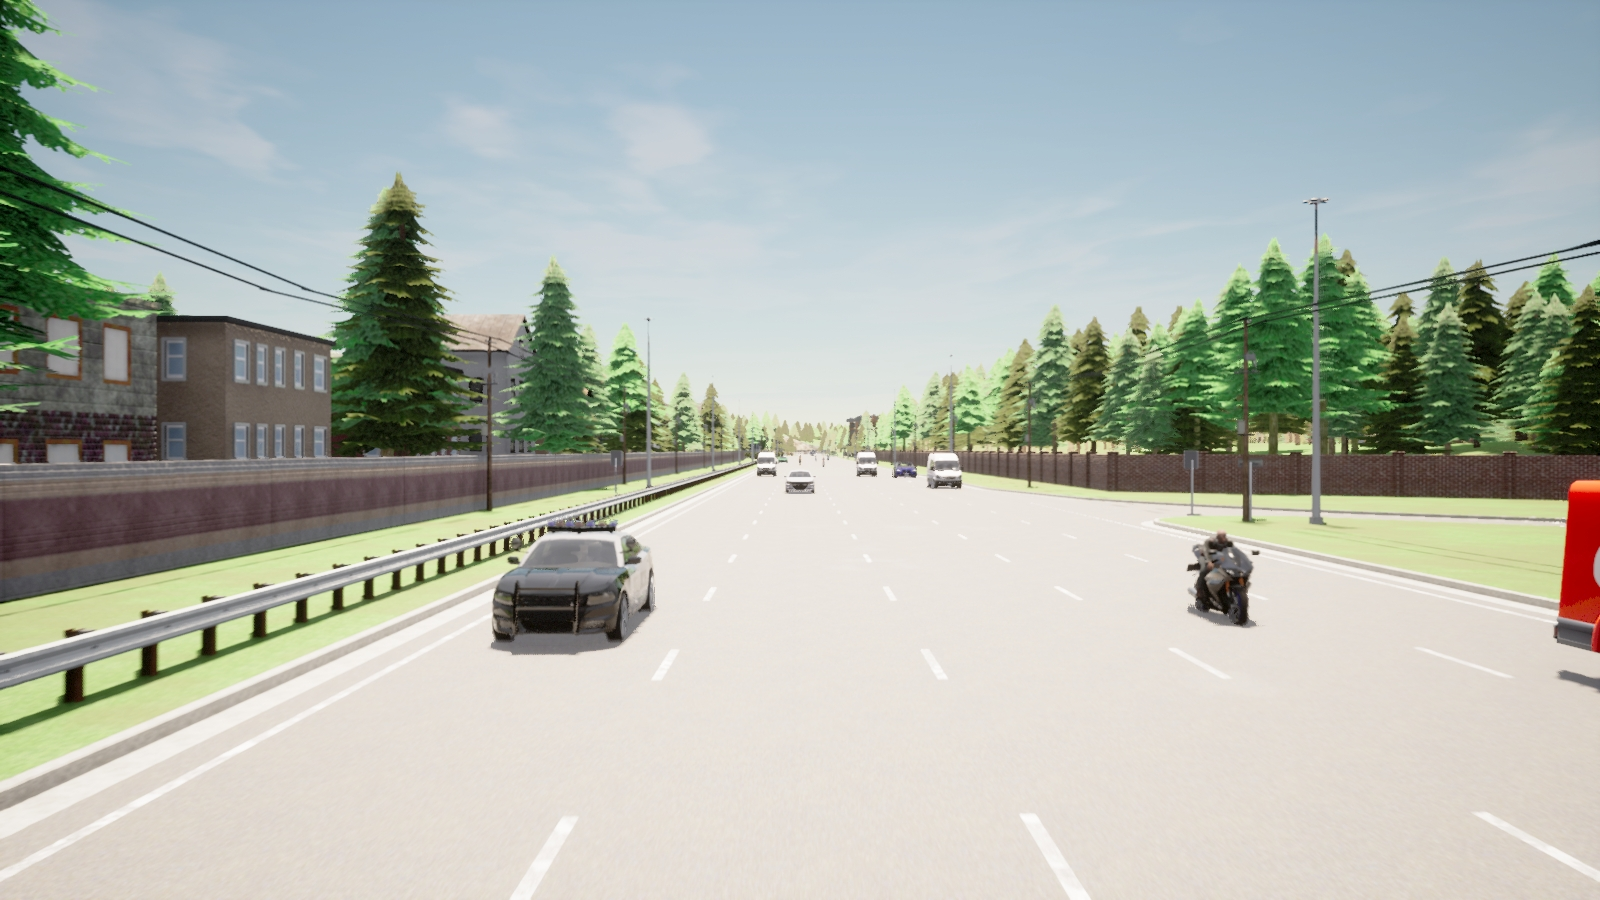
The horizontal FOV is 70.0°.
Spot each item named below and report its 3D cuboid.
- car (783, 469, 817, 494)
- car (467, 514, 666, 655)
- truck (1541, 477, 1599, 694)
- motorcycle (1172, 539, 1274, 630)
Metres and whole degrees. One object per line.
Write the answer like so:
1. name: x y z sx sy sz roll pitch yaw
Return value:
1. car: 0.001 2.034 74.837 2.097 1.535 5.006 0 0 0
2. car: -3.500 1.982 18.234 2.097 1.638 5.238 0 0 0
3. truck: 10.495 1.568 11.550 2.627 2.467 5.204 0 0 0
4. motorcycle: 7.004 2.205 19.060 0.867 1.251 2.209 0 0 -1
